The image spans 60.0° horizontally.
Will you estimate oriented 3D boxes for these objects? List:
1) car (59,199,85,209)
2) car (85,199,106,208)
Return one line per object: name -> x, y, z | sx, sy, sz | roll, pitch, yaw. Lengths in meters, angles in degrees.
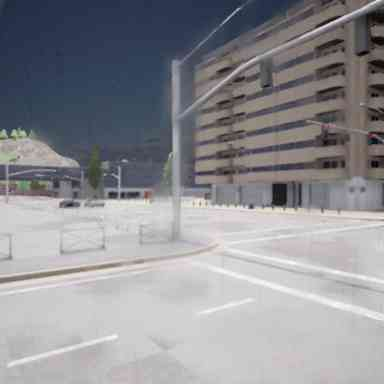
car -> -17.083, 1.621, 46.635 | 1.895, 1.301, 4.718 | 0, 0, -35
car -> -14.231, 1.611, 48.664 | 1.895, 1.301, 4.718 | 0, 0, -35
